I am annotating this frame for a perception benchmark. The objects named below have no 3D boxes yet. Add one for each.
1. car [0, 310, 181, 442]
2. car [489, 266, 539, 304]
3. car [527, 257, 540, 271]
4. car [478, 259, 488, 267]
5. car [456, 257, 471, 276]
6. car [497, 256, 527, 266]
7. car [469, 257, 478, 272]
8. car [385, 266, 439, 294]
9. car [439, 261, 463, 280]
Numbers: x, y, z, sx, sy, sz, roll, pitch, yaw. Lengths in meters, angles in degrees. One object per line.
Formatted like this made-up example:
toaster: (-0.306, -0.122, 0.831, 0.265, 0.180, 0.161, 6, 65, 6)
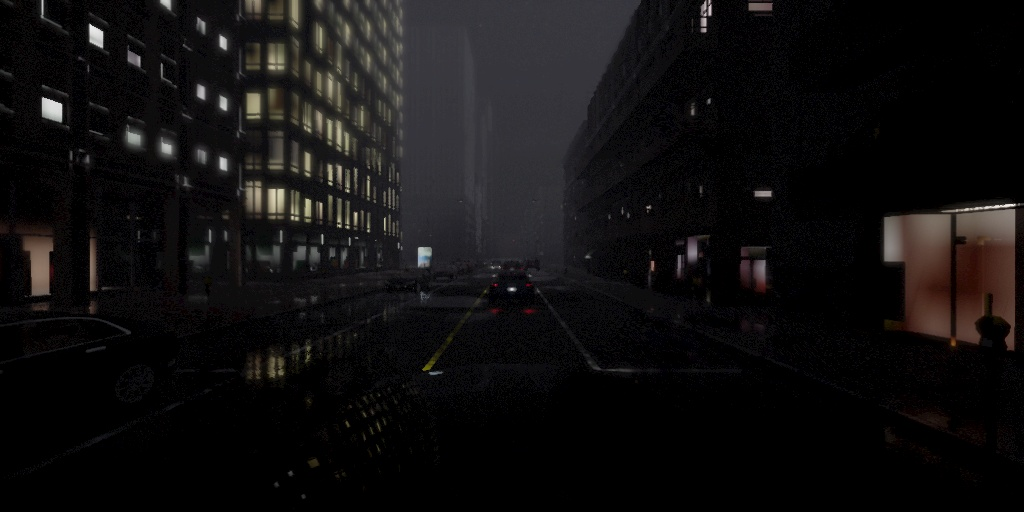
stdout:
car: (-5.692, 1.297, 3.406, 2.007, 1.370, 4.403, 0, 0, 0)
car: (-0.001, 1.320, 16.500, 1.994, 1.385, 4.181, 0, 0, 0)
car: (2.689, 1.068, 47.813, 2.192, 1.841, 5.009, 0, 0, 0)
car: (-5.691, 1.326, 64.465, 1.948, 1.339, 4.313, 0, 0, 0)
car: (-5.692, 1.189, 36.711, 1.967, 1.591, 4.097, 0, 0, 0)
car: (-0.001, 1.116, 31.470, 2.097, 1.767, 4.553, 0, 0, 0)
car: (-5.691, 1.066, 42.262, 2.192, 1.841, 5.009, 0, 0, 0)
car: (-5.692, 1.298, 20.057, 2.007, 1.370, 4.403, 0, 0, 0)
car: (-5.692, 1.330, 31.160, 1.802, 1.307, 4.207, 0, 0, 0)
